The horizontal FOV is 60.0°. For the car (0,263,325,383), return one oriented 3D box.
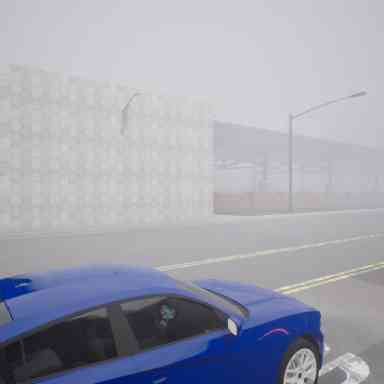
[{"bbox_3d":[-0.723,1.478,3.234,5.008,1.535,1.882,0,0,-36],"label":"car"}]
